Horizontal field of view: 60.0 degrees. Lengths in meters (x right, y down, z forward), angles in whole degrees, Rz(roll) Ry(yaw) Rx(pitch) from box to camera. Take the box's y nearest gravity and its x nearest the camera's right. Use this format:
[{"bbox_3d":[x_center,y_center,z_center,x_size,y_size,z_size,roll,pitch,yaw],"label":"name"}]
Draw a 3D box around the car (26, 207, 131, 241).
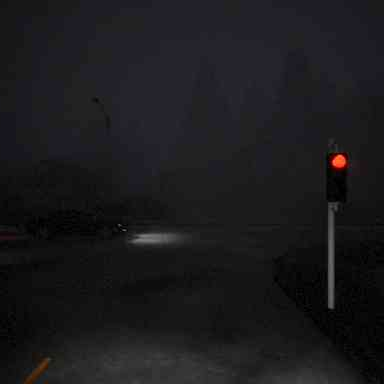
[{"bbox_3d":[-5.450,1.506,16.240,4.892,1.490,1.837,0,0,0],"label":"car"}]
